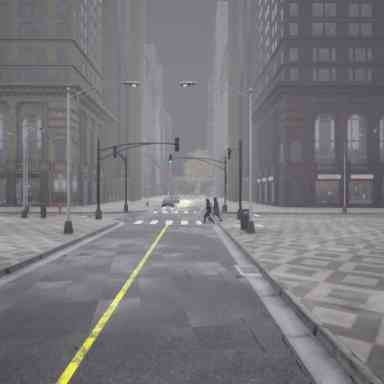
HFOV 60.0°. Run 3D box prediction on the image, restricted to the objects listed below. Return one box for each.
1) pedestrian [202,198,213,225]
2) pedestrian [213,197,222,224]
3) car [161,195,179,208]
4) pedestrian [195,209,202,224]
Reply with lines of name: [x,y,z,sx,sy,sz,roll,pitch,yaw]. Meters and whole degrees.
pedestrian: [1.053,1.293,22.469,0.375,1.860,0.375,0,0,0]
pedestrian: [1.670,1.221,23.075,0.375,1.860,0.375,0,0,0]
car: [-3.469,1.546,49.262,2.033,1.411,5.357,0,0,0]
pedestrian: [0.530,1.673,23.664,0.500,1.100,0.500,0,0,0]
